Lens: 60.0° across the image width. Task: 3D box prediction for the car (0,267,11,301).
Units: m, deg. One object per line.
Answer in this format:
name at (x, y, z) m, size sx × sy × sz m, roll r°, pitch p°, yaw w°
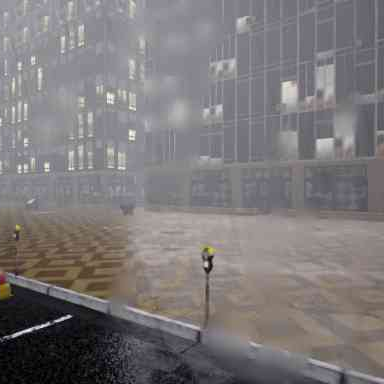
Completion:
car at (-5.585, 1.526, 6.825) m, size 4.829 × 1.417 × 1.752 m, roll 0°, pitch 0°, yaw 35°
